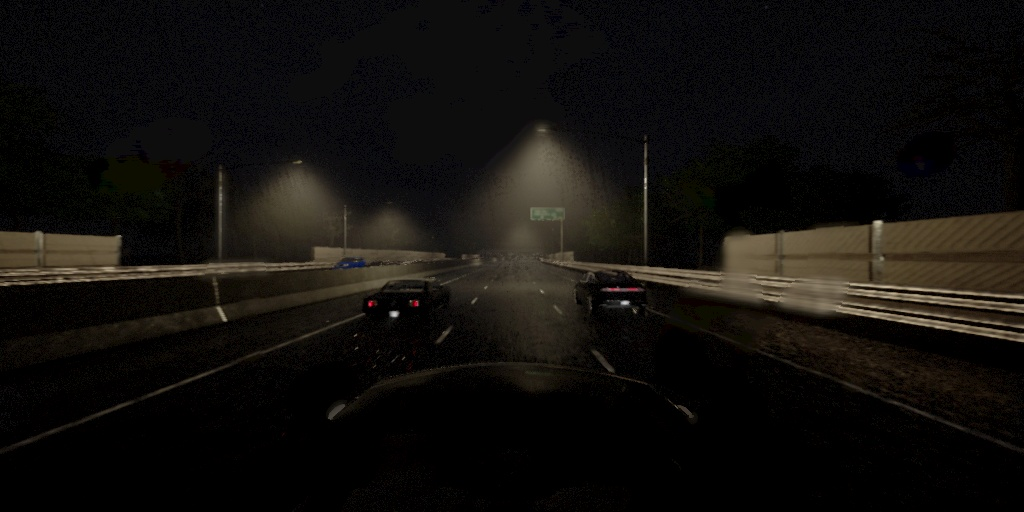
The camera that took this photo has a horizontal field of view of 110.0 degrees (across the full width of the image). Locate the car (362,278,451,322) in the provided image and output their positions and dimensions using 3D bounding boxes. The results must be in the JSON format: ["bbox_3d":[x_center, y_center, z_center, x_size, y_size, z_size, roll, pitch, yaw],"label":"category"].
[{"bbox_3d":[-3.393,1.408,12.559,1.895,1.301,4.718,0,0,0],"label":"car"}]

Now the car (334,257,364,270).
[{"bbox_3d":[-20.965,1.153,46.713,2.150,2.045,5.566,0,0,1],"label":"car"}]

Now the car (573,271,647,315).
[{"bbox_3d":[3.607,1.305,13.882,2.128,1.511,4.902,0,0,0],"label":"car"}]

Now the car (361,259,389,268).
[{"bbox_3d":[-17.470,1.437,46.764,1.837,1.490,4.892,0,0,1],"label":"car"}]

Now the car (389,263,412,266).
[{"bbox_3d":[-13.971,1.533,46.762,1.895,1.301,4.718,0,0,1],"label":"car"}]
